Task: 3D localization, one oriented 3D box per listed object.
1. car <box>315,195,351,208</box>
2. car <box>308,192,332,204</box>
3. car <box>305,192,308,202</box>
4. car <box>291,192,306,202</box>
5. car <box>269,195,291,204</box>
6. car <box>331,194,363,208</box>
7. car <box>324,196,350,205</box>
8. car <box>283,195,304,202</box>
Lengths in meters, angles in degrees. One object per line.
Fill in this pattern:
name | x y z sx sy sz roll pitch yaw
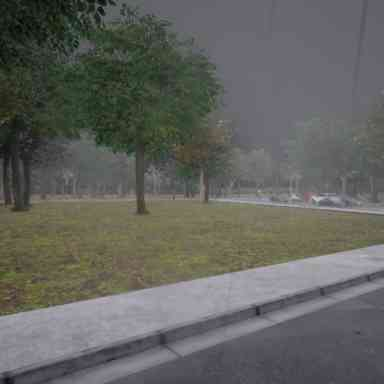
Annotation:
car | 20.147 1.545 47.789 1.812 1.442 4.674 0 0 -12
car | 24.116 1.274 60.891 2.150 2.045 5.566 0 0 -11
car | 24.945 1.117 72.249 2.150 2.045 5.566 0 0 -12
car | 19.813 1.282 65.209 1.812 1.442 4.674 0 0 -12
car | 16.636 1.446 64.524 1.837 1.490 4.892 0 0 -12
car | 23.127 1.523 49.392 2.128 1.511 4.902 0 0 -12
car | 27.129 1.553 62.338 2.128 1.511 4.902 0 0 -12
car | 21.774 1.406 71.535 2.128 1.511 4.902 0 0 -12
